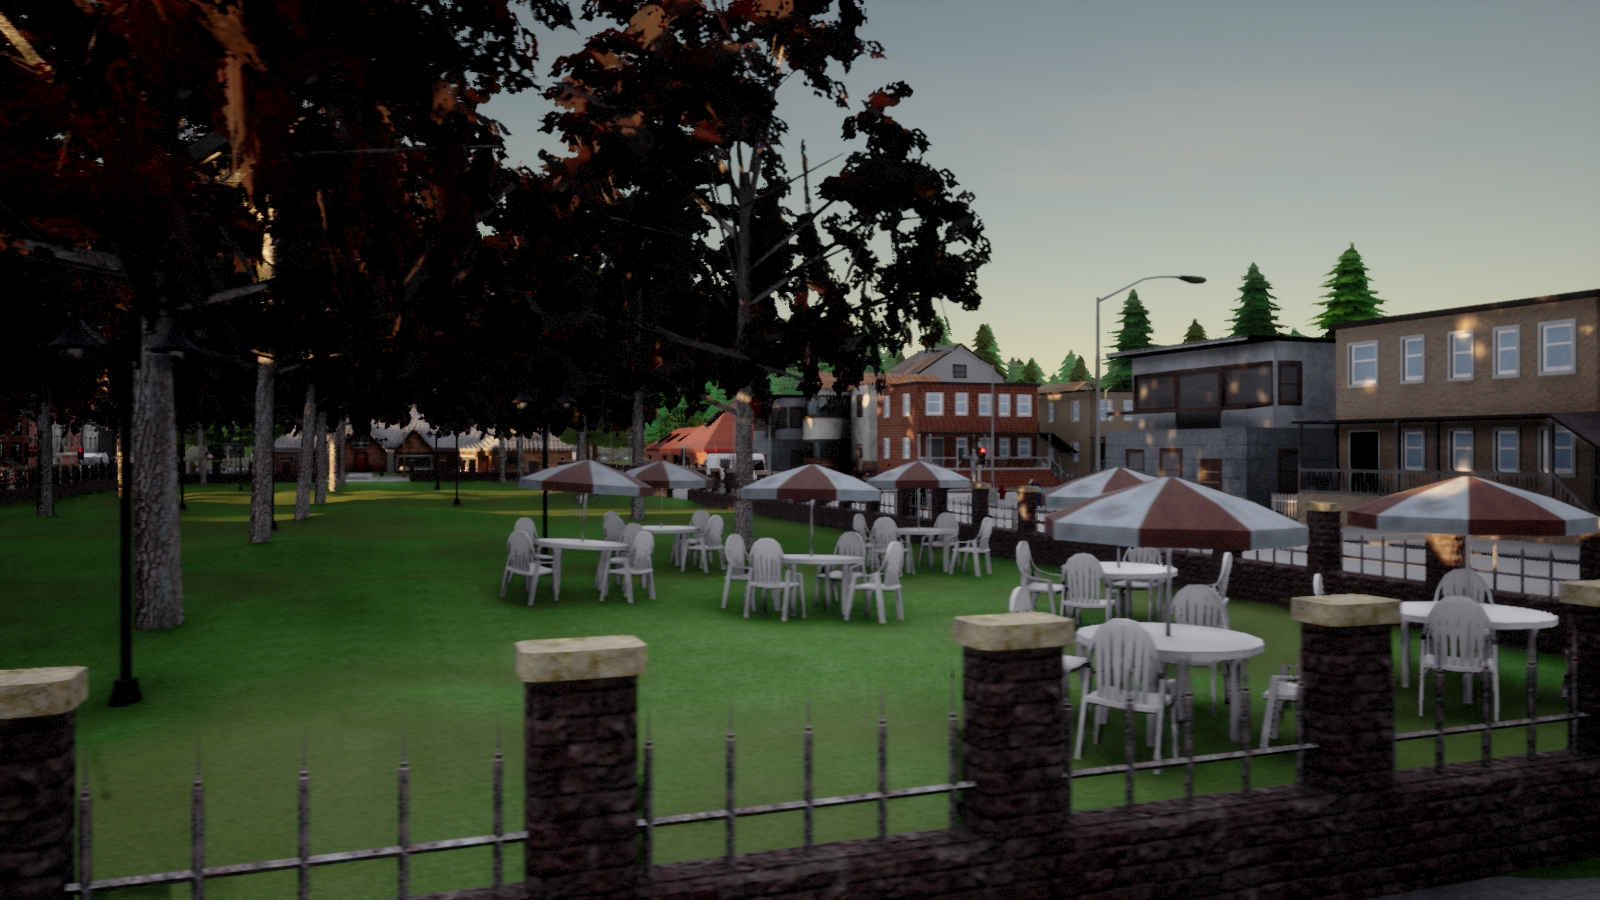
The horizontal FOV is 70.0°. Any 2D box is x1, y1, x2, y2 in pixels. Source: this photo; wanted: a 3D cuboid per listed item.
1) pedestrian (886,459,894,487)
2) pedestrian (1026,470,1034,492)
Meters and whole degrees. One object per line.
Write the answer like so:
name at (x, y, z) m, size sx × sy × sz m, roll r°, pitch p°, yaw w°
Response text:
pedestrian at (5.999, 1.518, 76.228) m, size 0.375 × 1.860 × 0.375 m, roll 0°, pitch 0°, yaw -28°
pedestrian at (13.700, 1.823, 68.045) m, size 0.375 × 1.300 × 0.375 m, roll 0°, pitch 0°, yaw -12°
